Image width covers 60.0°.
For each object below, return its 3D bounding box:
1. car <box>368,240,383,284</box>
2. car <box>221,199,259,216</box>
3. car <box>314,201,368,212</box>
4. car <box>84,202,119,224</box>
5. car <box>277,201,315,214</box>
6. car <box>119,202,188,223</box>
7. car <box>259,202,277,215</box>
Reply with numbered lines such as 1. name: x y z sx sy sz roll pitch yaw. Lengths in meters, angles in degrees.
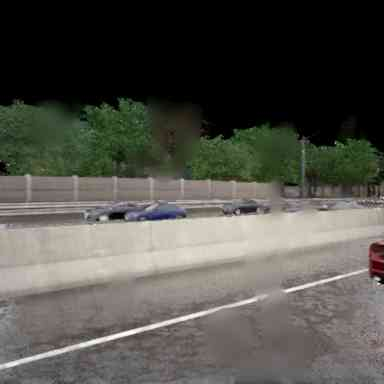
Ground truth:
1. car: 6.361 1.481 8.261 5.008 1.535 1.882 0 0 -35
2. car: 5.039 1.518 33.117 4.892 1.490 1.837 -2 1 -36
3. car: 11.625 1.545 25.085 4.674 1.442 1.812 0 0 -35
4. car: -5.548 1.495 24.915 4.902 1.511 2.128 0 0 -38
5. car: 9.736 1.525 28.034 4.892 1.490 1.837 0 0 -35
6. car: -2.466 1.531 23.677 4.674 1.442 1.812 0 0 -35
7. car: 9.019 1.623 31.812 4.718 1.301 1.895 0 0 -35
